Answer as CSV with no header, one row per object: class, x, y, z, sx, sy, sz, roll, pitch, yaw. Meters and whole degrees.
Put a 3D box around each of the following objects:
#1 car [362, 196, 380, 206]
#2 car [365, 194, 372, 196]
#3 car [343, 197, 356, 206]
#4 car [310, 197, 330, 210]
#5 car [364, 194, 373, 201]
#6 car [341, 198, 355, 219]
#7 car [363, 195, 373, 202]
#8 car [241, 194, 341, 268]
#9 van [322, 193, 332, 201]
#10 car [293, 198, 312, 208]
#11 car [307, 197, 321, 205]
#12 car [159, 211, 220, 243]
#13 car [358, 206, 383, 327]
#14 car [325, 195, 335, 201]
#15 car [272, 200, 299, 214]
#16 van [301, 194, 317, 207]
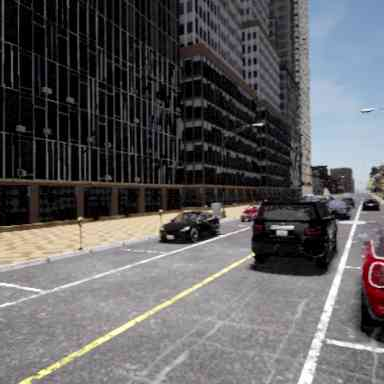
car,20.596,1.422,38.347,1.947,1.339,4.313,-1,0,28
car,31.114,1.215,58.538,1.967,1.590,4.097,-1,0,28
car,20.783,1.412,44.535,1.812,1.442,4.674,-1,0,28
car,16.612,1.461,43.078,1.837,1.490,4.892,-1,-1,28
car,39.084,1.235,73.833,1.752,1.417,4.829,-1,0,28
car,12.486,1.493,28.396,2.033,1.411,5.357,-1,0,28
car,36.376,1.315,68.634,1.802,1.307,4.206,-1,0,28
car,3.746,1.226,11.637,2.150,2.045,5.566,-1,0,28
van,31.579,1.207,77.568,1.690,1.788,3.998,-1,0,28
car,15.801,1.536,47.279,1.887,1.381,4.507,-1,0,28
car,21.062,1.533,57.375,1.802,1.307,4.206,-1,0,28
car,0.020,1.668,16.991,1.947,1.339,4.313,-1,0,28
car,4.501,1.314,6.557,2.097,1.767,4.553,-1,0,28
car,34.213,1.409,82.616,1.947,1.339,4.313,-1,0,28
car,10.540,1.580,37.183,2.008,1.369,4.403,-1,0,28
van,18.428,1.312,52.328,1.690,1.788,3.998,-1,0,28
